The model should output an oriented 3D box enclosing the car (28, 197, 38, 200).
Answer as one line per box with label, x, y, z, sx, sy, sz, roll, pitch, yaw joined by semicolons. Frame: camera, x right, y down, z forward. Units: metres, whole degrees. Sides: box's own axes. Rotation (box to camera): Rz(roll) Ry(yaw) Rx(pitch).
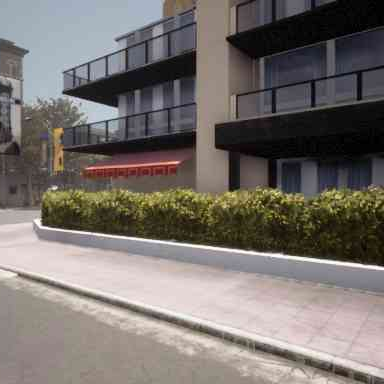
car;-34.495;1.481;68.404;4.892;1.521;2.231;0;0;37
